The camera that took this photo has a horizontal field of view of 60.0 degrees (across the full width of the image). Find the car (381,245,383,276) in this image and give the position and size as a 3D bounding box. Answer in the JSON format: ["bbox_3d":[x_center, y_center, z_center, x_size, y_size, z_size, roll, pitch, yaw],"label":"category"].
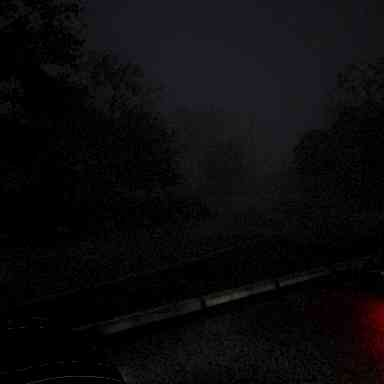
[{"bbox_3d":[6.098,1.236,7.221,4.902,1.511,2.128,-3,2,-32],"label":"car"}]

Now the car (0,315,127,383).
[{"bbox_3d":[-2.475,1.376,1.551,4.553,1.767,2.097,-1,1,-36],"label":"car"}]
